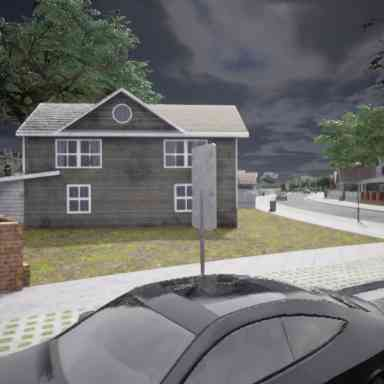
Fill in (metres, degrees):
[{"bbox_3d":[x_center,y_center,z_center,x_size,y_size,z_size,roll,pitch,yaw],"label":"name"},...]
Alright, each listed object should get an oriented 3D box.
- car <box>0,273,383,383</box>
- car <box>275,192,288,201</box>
[{"bbox_3d":[-0.039,1.529,2.742,4.674,1.442,1.812,0,0,-34],"label":"car"},{"bbox_3d":[15.847,0.720,58.889,1.837,1.490,4.892,0,1,13],"label":"car"}]
